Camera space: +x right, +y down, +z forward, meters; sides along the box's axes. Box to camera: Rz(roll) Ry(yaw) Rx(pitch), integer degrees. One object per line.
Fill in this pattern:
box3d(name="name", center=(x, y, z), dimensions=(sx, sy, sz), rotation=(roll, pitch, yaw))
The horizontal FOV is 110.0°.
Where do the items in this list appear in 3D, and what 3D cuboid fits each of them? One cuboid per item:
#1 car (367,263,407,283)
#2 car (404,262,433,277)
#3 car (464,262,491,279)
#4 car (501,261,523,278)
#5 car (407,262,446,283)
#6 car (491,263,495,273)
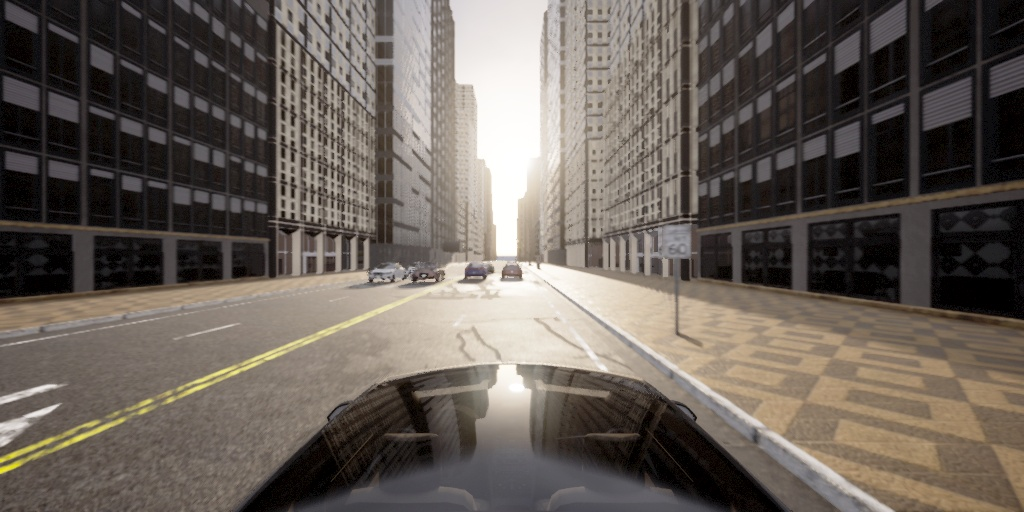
box3d(name="car", center=(-9.752, 1.247, 28.448), dimensions=(1.812, 1.442, 4.674), rotation=(0, 0, 0))
box3d(name="car", center=(-9.752, 1.360, 37.648), dimensions=(1.812, 1.442, 4.674), rotation=(0, 0, 0))
box3d(name="car", center=(-3.250, 1.297, 33.251), dimensions=(1.882, 1.535, 5.008), rotation=(0, 0, 0))
box3d(name="car", center=(0.000, 1.386, 34.081), dimensions=(1.994, 1.385, 4.181), rotation=(0, 0, 0))
box3d(name="car", center=(-6.502, 1.275, 28.448), dimensions=(1.994, 1.385, 4.181), rotation=(0, 0, 0))
box3d(name="car", center=(-3.236, 1.426, 45.152), dimensions=(1.994, 1.385, 4.181), rotation=(0, 0, 0))
